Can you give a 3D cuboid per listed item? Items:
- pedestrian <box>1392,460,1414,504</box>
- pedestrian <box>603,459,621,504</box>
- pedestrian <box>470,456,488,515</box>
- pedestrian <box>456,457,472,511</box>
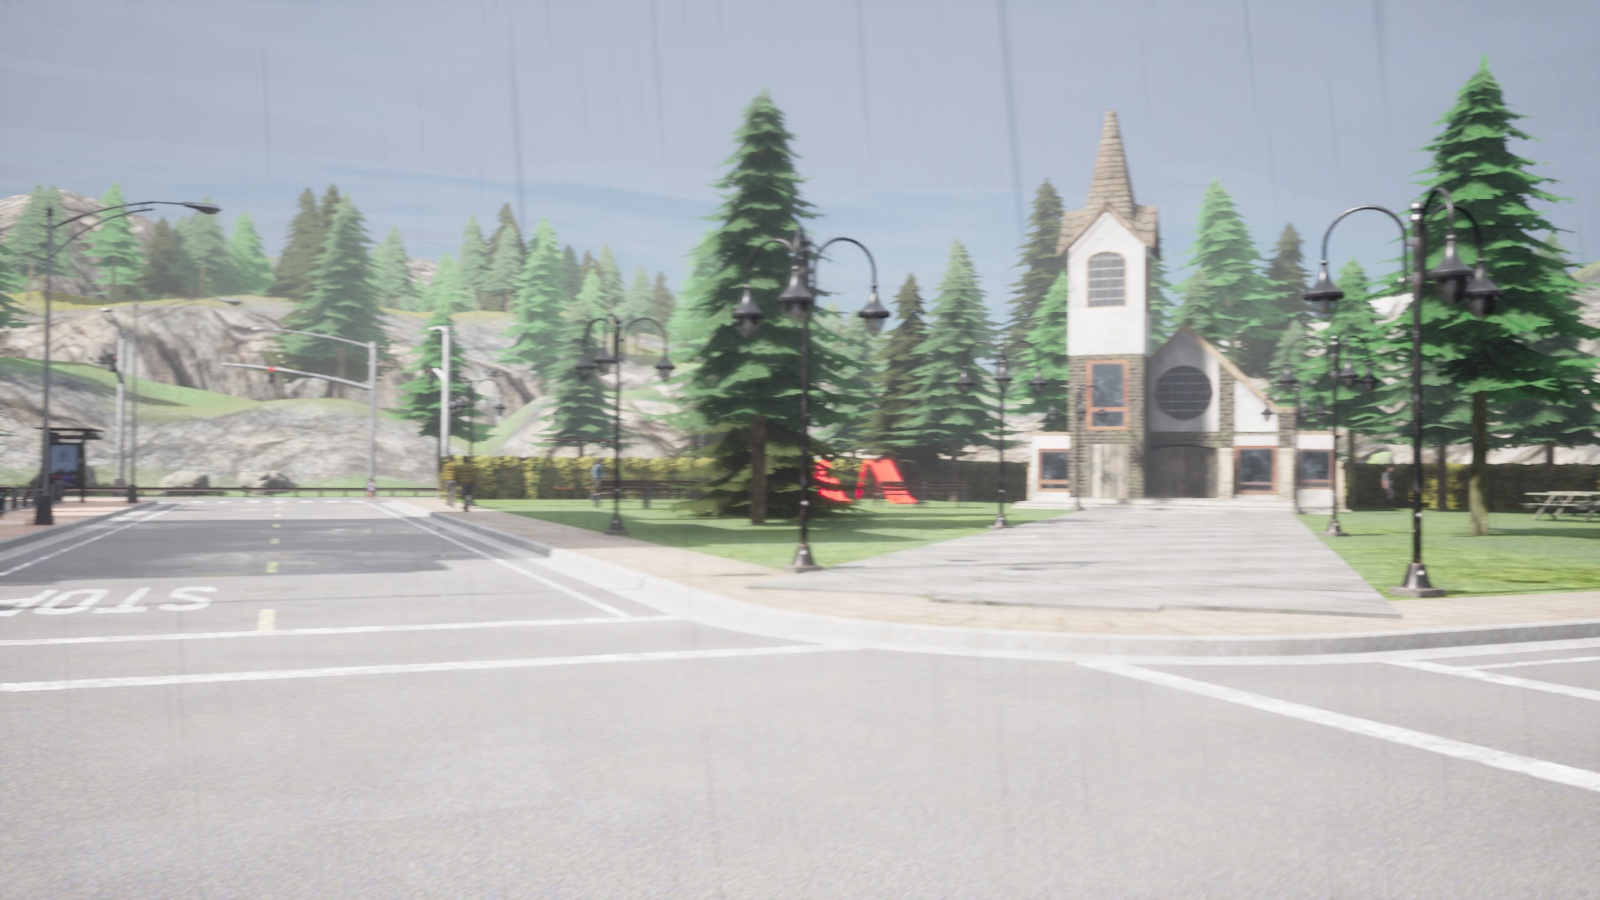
[{"bbox_3d":[25.616,1.355,53.346,0.540,1.848,0.694,1,-1,-37],"label":"pedestrian"},{"bbox_3d":[-8.061,1.347,53.868,0.692,1.930,0.396,0,-1,9],"label":"pedestrian"},{"bbox_3d":[-10.079,1.111,39.442,0.431,1.840,0.709,0,-1,-24],"label":"pedestrian"},{"bbox_3d":[-11.626,1.177,43.503,0.431,1.840,0.709,0,-1,-23],"label":"pedestrian"}]
